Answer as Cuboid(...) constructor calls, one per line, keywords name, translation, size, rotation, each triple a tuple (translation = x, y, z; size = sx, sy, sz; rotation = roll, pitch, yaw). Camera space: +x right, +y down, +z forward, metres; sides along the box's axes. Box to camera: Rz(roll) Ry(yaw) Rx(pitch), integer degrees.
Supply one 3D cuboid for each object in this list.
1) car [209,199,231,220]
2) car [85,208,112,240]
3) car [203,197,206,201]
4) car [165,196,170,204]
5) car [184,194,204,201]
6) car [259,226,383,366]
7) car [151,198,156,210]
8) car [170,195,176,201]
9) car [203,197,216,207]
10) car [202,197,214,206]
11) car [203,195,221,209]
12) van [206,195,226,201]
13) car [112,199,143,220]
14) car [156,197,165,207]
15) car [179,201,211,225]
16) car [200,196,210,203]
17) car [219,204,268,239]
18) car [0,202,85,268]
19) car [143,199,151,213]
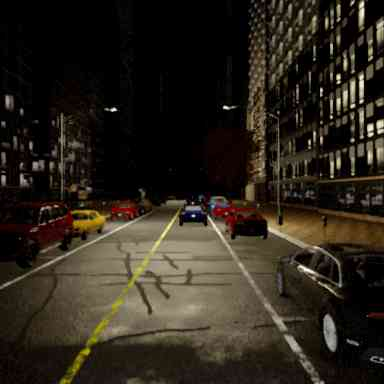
Cuboid(name="car", translation=(2.680, 1.558, 28.465), size=(1.887, 1.381, 4.507), rotation=(0, 0, 0))
Cuboid(name="car", translation=(-5.697, 1.534, 16.958), size=(1.752, 1.417, 4.829), rotation=(0, 0, 0))
Cuboid(name="car", translation=(2.677, 1.569, 39.801), size=(2.008, 1.369, 4.403), rotation=(0, 0, 0))
Cuboid(name="car", translation=(-5.710, 1.607, 62.472), size=(1.802, 1.307, 4.206), rotation=(0, 0, 0))
Cuboid(name="car", translation=(0.089, 1.371, 41.567), size=(2.097, 1.767, 4.553), rotation=(0, 0, 0))
Cuboid(name="car", translation=(2.687, 1.554, 5.793), size=(2.008, 1.369, 4.403), rotation=(0, 0, 0))
Cuboid(name="car", translation=(-5.703, 1.543, 39.630), size=(1.752, 1.417, 4.829), rotation=(0, 0, 0))
Cuboid(name="car", translation=(-5.717, 1.596, 85.144), size=(1.947, 1.339, 4.313), rotation=(0, 0, 0))
Cuboid(name="car", translation=(2.674, 1.547, 51.307), size=(1.752, 1.417, 4.829), rotation=(0, 0, 0))
Cuboid(name="car", translation=(2.672, 1.606, 56.805), size=(1.802, 1.307, 4.206), rotation=(0, 0, 0))
Cuboid(name="car", translation=(2.675, 1.335, 45.469), size=(2.192, 1.841, 5.009), rotation=(0, 0, 0))
Cuboid(name="van", translation=(2.678, 1.357, 34.133), size=(1.690, 1.788, 3.998), rotation=(0, 0, 0))
Cuboid(name="car", translation=(-5.701, 1.558, 28.464), size=(1.887, 1.381, 4.507), rotation=(0, 0, 0))
Cuboid(name="car", translation=(-5.707, 1.588, 51.135), size=(1.947, 1.339, 4.313), rotation=(0, 0, 0))
Cuboid(name="car", translation=(0.094, 1.576, 24.327), size=(1.994, 1.385, 4.181), rotation=(0, 0, 0))
Cuboid(name="car", translation=(2.669, 1.592, 68.142), size=(1.947, 1.339, 4.313), rotation=(0, 0, 0))
Cuboid(name="car", translation=(2.683, 1.553, 17.129), size=(1.887, 1.381, 4.507), rotation=(0, 0, 0))
Cuboid(name="car", translation=(-5.696, 1.321, 11.460), size=(2.192, 1.841, 5.009), rotation=(0, 0, 0))
Cuboid(name="car", translation=(-5.702, 1.582, 34.132), size=(1.947, 1.339, 4.313), rotation=(0, 0, 0))
